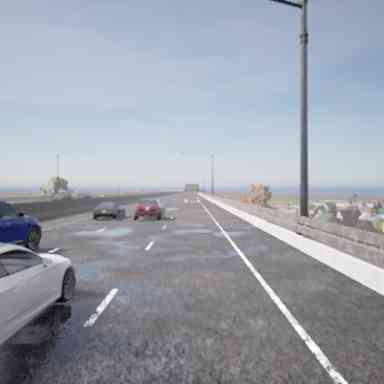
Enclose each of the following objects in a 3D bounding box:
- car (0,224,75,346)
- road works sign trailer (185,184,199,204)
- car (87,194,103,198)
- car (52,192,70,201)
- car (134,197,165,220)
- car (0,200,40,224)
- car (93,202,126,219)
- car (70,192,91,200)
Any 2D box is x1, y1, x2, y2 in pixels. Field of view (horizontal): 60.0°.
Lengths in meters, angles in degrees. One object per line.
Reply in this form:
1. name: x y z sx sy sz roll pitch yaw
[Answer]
1. car: -3.399 1.515 5.222 1.812 1.442 4.674 0 0 0
2. road works sign trailer: 0.010 0.320 58.813 2.380 3.560 2.880 0 0 0
3. car: -17.495 1.448 62.238 1.895 1.301 4.718 0 0 0
4. car: -24.489 1.069 63.270 2.150 2.045 5.566 0 0 0
5. car: -3.395 1.294 27.359 2.097 1.767 4.553 0 0 0
6. car: -6.897 1.201 10.523 2.150 2.045 5.566 0 0 0
7. car: -6.895 1.504 28.096 1.994 1.385 4.181 0 0 0
8. car: -20.989 1.062 64.101 2.150 2.045 5.566 0 0 0
